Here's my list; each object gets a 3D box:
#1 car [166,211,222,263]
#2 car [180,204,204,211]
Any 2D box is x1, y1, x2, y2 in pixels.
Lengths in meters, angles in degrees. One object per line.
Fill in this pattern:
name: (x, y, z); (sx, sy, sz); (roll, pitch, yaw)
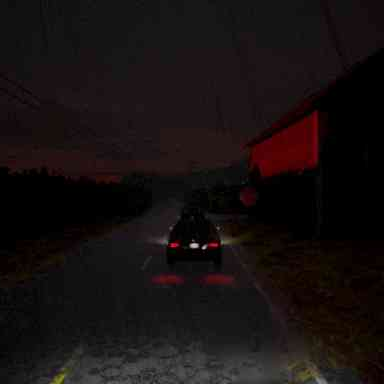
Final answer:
car: (0.094, 1.672, 12.423); (2.033, 1.411, 5.357); (0, -1, 1)
car: (0.002, 1.775, 28.453); (2.128, 1.511, 4.902); (0, 0, -1)
